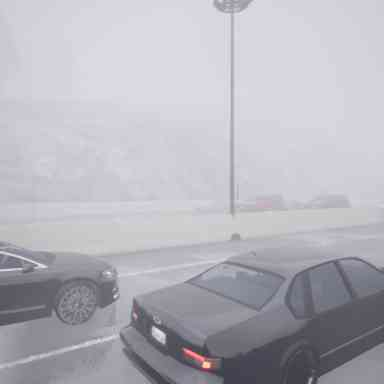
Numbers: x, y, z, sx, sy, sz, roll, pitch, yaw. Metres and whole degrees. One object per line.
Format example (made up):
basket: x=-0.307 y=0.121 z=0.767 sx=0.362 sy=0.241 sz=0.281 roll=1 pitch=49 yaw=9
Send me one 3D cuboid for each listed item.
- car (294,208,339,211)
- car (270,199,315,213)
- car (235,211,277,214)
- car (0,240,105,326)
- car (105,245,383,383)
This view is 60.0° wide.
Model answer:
car: x=11.931 y=1.228 z=29.686 sx=5.566 sy=2.045 sz=2.150 roll=0 pitch=0 yaw=-35
car: x=11.484 y=1.555 z=37.961 sx=5.357 sy=1.411 sz=2.033 roll=0 pitch=0 yaw=-35
car: x=6.086 y=1.230 z=29.818 sx=5.566 sy=2.045 sz=2.150 roll=1 pitch=0 yaw=-35
car: x=-3.641 y=1.492 z=5.449 sx=4.902 sy=1.511 sz=2.128 roll=0 pitch=0 yaw=-35
car: x=1.693 y=1.548 z=4.951 sx=5.357 sy=1.411 sz=2.033 roll=0 pitch=0 yaw=-35
